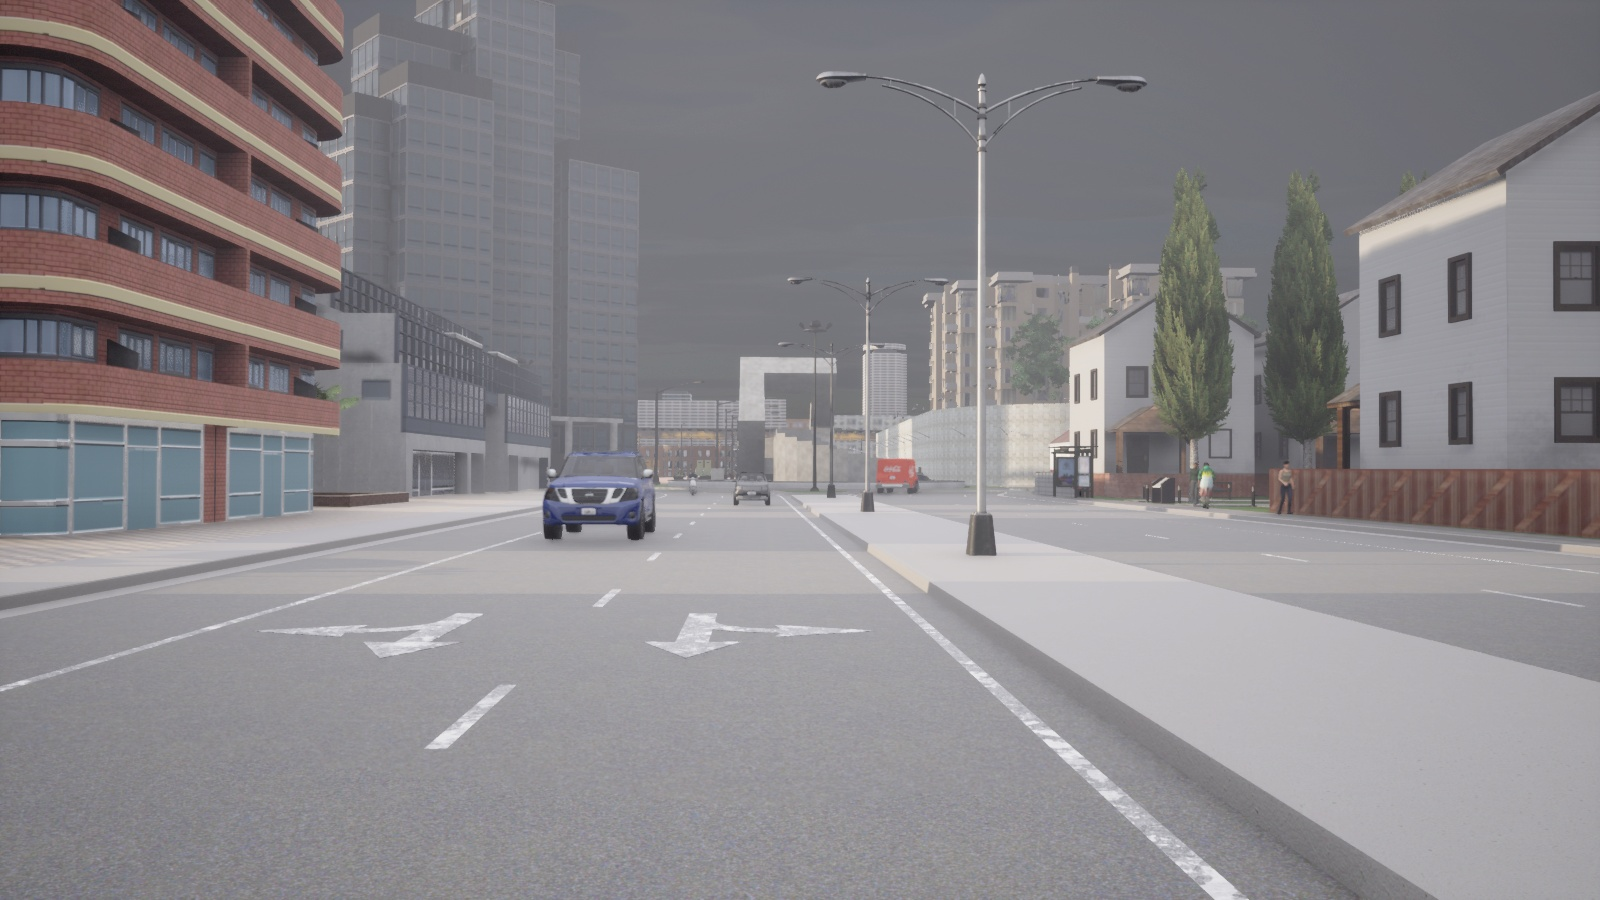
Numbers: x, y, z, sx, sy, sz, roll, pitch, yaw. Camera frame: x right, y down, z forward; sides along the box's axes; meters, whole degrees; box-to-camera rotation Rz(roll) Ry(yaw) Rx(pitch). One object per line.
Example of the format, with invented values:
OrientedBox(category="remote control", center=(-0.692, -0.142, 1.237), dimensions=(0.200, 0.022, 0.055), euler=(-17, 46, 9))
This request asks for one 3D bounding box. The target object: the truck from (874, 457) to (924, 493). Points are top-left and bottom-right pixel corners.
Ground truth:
OrientedBox(category="truck", center=(7.070, 1.791, 89.055), dimensions=(2.627, 2.467, 5.204), euler=(-1, -1, 15))

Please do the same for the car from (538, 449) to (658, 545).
OrientedBox(category="car", center=(-4.629, 1.049, 29.642), dimensions=(2.150, 2.045, 5.566), euler=(0, -1, -2))

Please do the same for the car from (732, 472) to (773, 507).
OrientedBox(category="car", center=(-2.164, 1.756, 56.967), dimensions=(1.789, 1.549, 3.705), euler=(0, -1, -2))

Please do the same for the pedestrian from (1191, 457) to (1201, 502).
OrientedBox(category="pedestrian", center=(16.545, 1.239, 52.442), dimensions=(0.353, 1.847, 0.614), euler=(-1, -1, 20))

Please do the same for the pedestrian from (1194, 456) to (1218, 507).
OrientedBox(category="pedestrian", center=(15.814, 1.223, 48.901), dimensions=(0.659, 1.952, 0.873), euler=(0, -1, 3))

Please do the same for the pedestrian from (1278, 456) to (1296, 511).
OrientedBox(category="pedestrian", center=(16.268, 1.107, 41.953), dimensions=(0.345, 1.836, 0.594), euler=(0, -1, -2))
